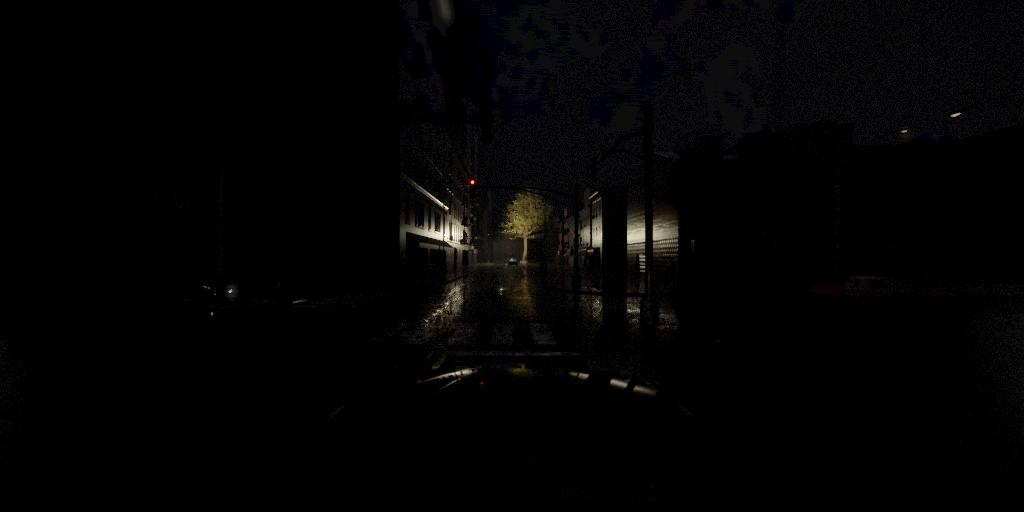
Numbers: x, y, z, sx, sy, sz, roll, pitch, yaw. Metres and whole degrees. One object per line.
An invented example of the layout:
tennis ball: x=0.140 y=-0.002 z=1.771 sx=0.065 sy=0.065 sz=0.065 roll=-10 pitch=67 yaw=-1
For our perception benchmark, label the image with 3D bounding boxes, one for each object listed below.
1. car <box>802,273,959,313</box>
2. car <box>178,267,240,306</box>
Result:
car: x=13.898 y=1.346 z=13.625 sx=4.829 sy=1.417 sz=1.751 roll=0 pitch=0 yaw=0
car: x=-13.764 y=1.177 z=14.499 sx=4.892 sy=1.490 sz=1.837 roll=0 pitch=0 yaw=0
